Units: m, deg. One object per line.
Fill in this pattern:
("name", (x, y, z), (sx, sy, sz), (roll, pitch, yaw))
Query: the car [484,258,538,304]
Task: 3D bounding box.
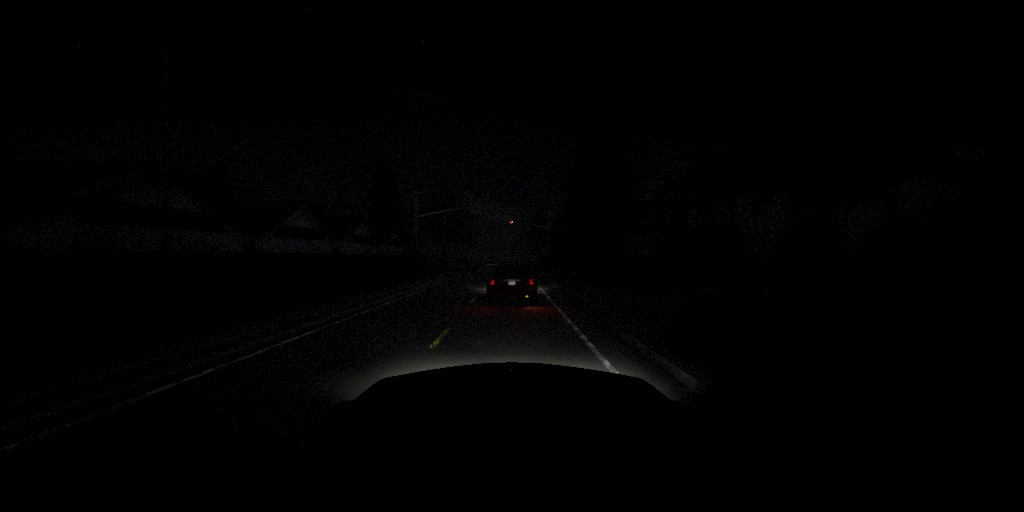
("car", (0.000, 1.114, 16.470), (2.097, 1.767, 4.553), (0, 0, 0))
